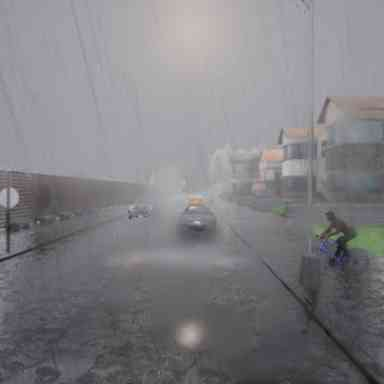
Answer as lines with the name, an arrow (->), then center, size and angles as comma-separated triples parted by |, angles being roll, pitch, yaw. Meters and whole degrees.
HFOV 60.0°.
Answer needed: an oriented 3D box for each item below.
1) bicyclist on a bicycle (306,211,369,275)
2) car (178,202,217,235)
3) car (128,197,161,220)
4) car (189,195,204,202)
bicyclist on a bicycle -> 3.651, 1.299, 8.409 | 1.656, 1.620, 0.582 | 0, 0, 1
car -> 0.283, 1.440, 18.082 | 1.994, 1.385, 4.181 | 0, 0, 1
car -> -3.718, 1.171, 26.523 | 2.097, 1.767, 4.553 | 0, 0, 1
car -> 0.569, 1.180, 43.620 | 1.882, 1.535, 5.008 | 0, 0, 1
